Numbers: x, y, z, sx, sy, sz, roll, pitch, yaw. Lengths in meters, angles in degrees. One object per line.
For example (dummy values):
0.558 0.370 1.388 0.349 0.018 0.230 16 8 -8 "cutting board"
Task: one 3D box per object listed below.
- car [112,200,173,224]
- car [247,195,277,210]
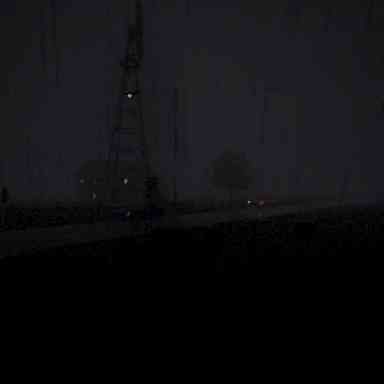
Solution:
-3.472 1.363 24.082 1.882 1.535 5.008 1 1 37 "car"
8.339 1.167 39.432 2.097 1.767 4.553 2 1 38 "car"
